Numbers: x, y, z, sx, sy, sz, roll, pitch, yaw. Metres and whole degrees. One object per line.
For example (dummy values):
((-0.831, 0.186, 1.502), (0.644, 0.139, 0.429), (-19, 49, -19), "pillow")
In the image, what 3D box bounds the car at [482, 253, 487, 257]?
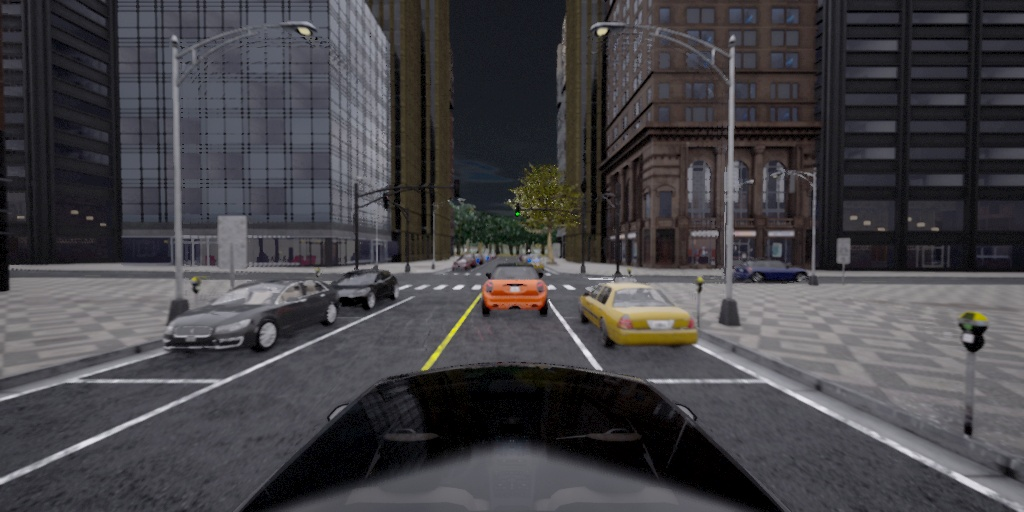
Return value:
((-5.740, 0.511, 58.014), (2.192, 1.841, 5.009), (0, 0, 0), "car")

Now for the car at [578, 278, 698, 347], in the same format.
((2.765, 1.214, 8.967), (1.751, 1.417, 4.829), (0, 0, 0), "car")

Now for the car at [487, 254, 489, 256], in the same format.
((-5.737, 0.682, 63.694), (2.007, 1.370, 4.403), (0, 0, 0), "car")

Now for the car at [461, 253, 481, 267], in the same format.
((-5.744, 0.635, 46.655), (2.192, 1.841, 5.009), (0, 0, 0), "car")

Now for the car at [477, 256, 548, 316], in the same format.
((0.095, 1.002, 13.018), (2.097, 1.767, 4.553), (0, 0, 0), "car")

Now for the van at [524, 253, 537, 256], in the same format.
((2.781, 0.661, 46.659), (1.690, 1.789, 3.998), (0, 0, 0), "van")

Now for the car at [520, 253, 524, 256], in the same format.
((2.789, 0.657, 63.867), (1.751, 1.417, 4.829), (0, 0, 0), "car")

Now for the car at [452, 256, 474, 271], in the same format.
((-5.747, 0.962, 40.975), (1.802, 1.307, 4.207), (0, 0, 0), "car")

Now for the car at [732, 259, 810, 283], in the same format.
((18.464, 1.044, 25.592), (4.553, 1.767, 2.097), (0, 1, 0), "car")

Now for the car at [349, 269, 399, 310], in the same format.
((-5.759, 1.207, 14.004), (1.948, 1.339, 4.313), (0, 0, 0), "car")

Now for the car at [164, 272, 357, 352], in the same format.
((-5.761, 1.241, 8.625), (2.007, 1.370, 4.403), (0, 0, 0), "car")
